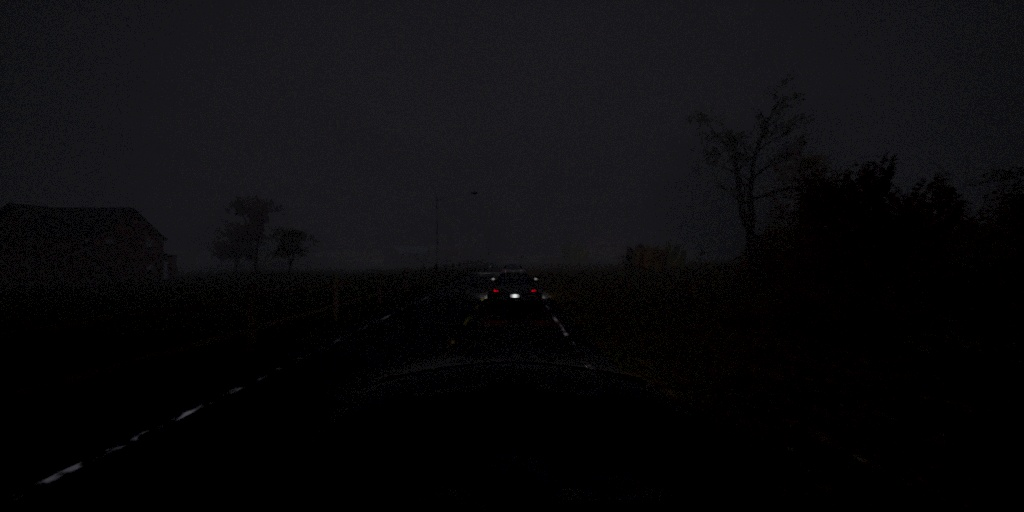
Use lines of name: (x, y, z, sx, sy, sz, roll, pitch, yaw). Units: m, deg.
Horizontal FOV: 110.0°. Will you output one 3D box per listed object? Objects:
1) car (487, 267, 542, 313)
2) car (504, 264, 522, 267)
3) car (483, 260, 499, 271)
car: (0.100, 1.319, 14.109, 1.994, 1.385, 4.181, 0, 0, 0)
car: (0.101, 1.370, 32.214, 1.895, 1.301, 4.718, 0, 0, 0)
car: (-2.747, 1.198, 47.705, 1.994, 1.385, 4.181, 0, 0, 0)
